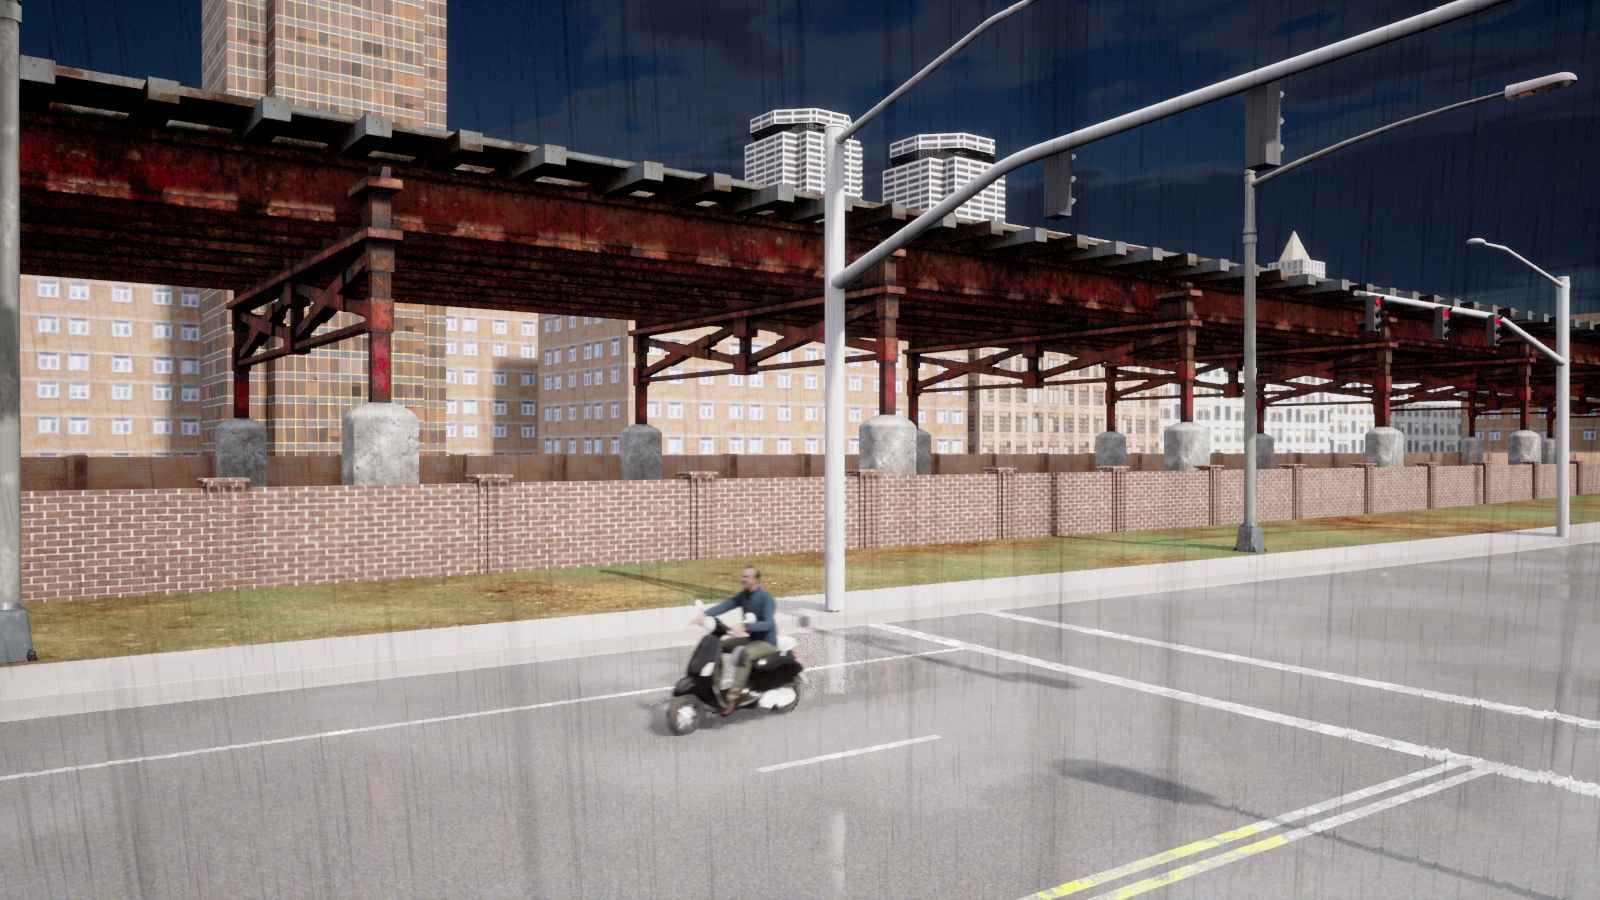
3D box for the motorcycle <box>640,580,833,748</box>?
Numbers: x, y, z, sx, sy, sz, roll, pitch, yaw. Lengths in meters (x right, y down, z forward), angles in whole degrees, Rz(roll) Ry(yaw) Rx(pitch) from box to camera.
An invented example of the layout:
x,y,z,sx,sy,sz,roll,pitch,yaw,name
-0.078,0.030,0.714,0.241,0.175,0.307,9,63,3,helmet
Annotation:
x,y,z,sx,sy,sz,roll,pitch,yaw,name
-0.631,2.130,11.707,1.805,1.341,0.856,0,3,-43,motorcycle
